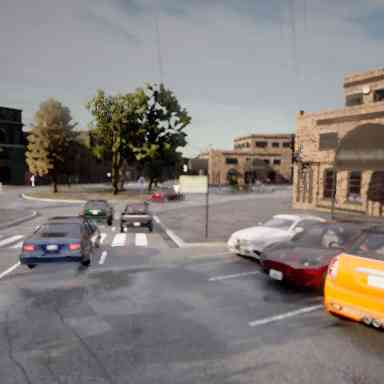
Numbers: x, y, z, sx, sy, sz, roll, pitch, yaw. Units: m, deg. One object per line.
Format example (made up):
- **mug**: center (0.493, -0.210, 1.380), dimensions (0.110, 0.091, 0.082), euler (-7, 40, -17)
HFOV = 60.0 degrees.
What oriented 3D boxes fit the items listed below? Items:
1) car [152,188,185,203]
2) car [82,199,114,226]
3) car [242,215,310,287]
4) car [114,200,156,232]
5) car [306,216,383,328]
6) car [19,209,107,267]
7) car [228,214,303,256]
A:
- **car**: center (-2.896, 0.291, 41.858), dimensions (2.097, 1.767, 4.553), euler (5, 6, 37)
- **car**: center (-6.492, 1.274, 23.063), dimensions (2.097, 1.767, 4.553), euler (0, 1, -10)
- **car**: center (3.970, 1.511, 8.800), dimensions (4.792, 1.488, 2.163), euler (1, 0, -31)
- **car**: center (-3.369, 1.473, 20.050), dimensions (2.128, 1.511, 4.902), euler (0, 0, -11)
- **car**: center (4.521, 1.356, 5.907), dimensions (4.553, 1.767, 2.185), euler (1, 0, -31)
- **car**: center (-4.237, 1.543, 11.423), dimensions (2.033, 1.411, 5.357), euler (0, 0, -11)
- **car**: center (3.441, 1.521, 11.715), dimensions (4.674, 1.452, 2.002), euler (1, 0, -31)
